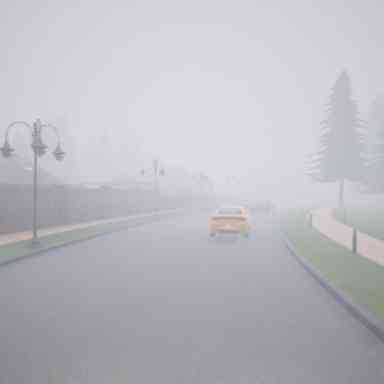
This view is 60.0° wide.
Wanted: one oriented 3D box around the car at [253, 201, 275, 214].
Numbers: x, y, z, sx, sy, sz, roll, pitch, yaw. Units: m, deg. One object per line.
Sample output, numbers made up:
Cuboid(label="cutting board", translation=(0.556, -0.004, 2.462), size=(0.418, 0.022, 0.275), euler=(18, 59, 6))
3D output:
Cuboid(label="car", translation=(7.845, 1.623, 36.360), size=(1.895, 1.301, 4.718), euler=(0, 0, 23))

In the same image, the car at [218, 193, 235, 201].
Cuboid(label="car", translation=(6.833, 1.186, 62.463), size=(3.866, 1.878, 1.905), euler=(0, 0, 27))

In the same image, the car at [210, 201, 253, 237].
Cuboid(label="car", translation=(2.202, 1.481, 18.188), size=(1.882, 1.535, 5.008), euler=(0, 0, 11))

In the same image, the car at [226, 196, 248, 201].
Cuboid(label="car", translation=(6.293, 1.578, 41.889), size=(1.994, 1.385, 4.181), euler=(0, 0, 25))

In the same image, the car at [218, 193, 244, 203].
Cuboid(label="car", translation=(7.642, 1.187, 64.875), size=(4.605, 1.855, 1.932), euler=(0, 0, 27))

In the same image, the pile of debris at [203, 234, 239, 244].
Cuboid(label="pile of debris", translation=(1.405, 2.177, 15.437), size=(1.500, 0.140, 1.860), euler=(0, 0, 10))
